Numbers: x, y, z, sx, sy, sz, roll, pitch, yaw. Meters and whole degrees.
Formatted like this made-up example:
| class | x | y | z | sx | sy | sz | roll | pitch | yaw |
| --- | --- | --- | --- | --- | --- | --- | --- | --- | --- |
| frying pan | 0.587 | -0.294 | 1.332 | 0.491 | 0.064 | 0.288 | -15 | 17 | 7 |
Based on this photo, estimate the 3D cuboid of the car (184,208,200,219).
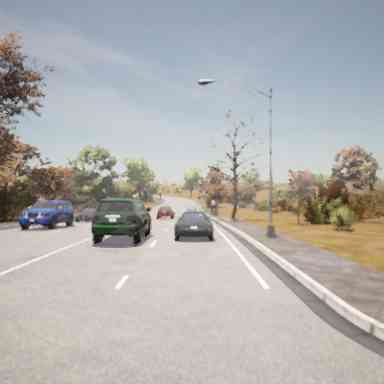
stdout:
| class | x | y | z | sx | sy | sz | roll | pitch | yaw |
| --- | --- | --- | --- | --- | --- | --- | --- | --- | --- |
| car | 0.004 | 2.822 | 43.943 | 2.033 | 1.411 | 5.357 | 0 | -3 | 0 |

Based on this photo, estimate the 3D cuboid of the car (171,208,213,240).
| class | x | y | z | sx | sy | sz | roll | pitch | yaw |
| --- | --- | --- | --- | --- | --- | --- | --- | --- | --- |
| car | 0.100 | 1.738 | 18.033 | 1.994 | 1.385 | 4.181 | 0 | -2 | 0 |

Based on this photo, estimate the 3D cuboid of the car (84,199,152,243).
| class | x | y | z | sx | sy | sz | roll | pitch | yaw |
| --- | --- | --- | --- | --- | --- | --- | --- | --- | --- |
| car | -3.400 | 1.365 | 16.901 | 2.150 | 2.045 | 5.566 | 0 | -2 | 0 |

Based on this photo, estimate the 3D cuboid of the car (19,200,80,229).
| class | x | y | z | sx | sy | sz | roll | pitch | yaw |
| --- | --- | --- | --- | --- | --- | --- | --- | --- | --- |
| car | -10.590 | 1.634 | 24.746 | 2.150 | 2.045 | 5.566 | 0 | -2 | 0 |

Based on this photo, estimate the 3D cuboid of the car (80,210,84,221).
| class | x | y | z | sx | sy | sz | roll | pitch | yaw |
| --- | --- | --- | --- | --- | --- | --- | --- | --- | --- |
| car | -10.579 | 2.404 | 34.389 | 1.994 | 1.385 | 4.181 | 0 | -2 | 0 |

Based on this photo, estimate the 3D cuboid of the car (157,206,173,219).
| class | x | y | z | sx | sy | sz | roll | pitch | yaw |
| --- | --- | --- | --- | --- | --- | --- | --- | --- | --- |
| car | -3.494 | 2.648 | 44.457 | 2.097 | 1.767 | 4.553 | 0 | -3 | 0 |
